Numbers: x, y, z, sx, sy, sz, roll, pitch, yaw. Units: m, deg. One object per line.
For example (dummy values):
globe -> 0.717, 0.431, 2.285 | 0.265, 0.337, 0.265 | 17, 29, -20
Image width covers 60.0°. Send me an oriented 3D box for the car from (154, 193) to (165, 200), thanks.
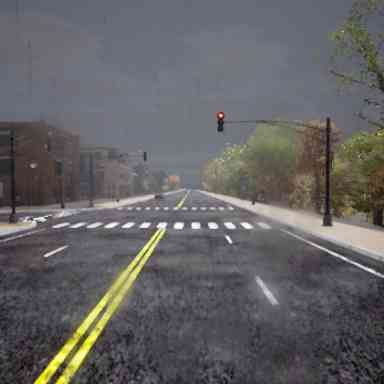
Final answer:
car -> -6.581, 0.849, 67.286 | 1.994, 1.385, 4.181 | 0, 1, 0
